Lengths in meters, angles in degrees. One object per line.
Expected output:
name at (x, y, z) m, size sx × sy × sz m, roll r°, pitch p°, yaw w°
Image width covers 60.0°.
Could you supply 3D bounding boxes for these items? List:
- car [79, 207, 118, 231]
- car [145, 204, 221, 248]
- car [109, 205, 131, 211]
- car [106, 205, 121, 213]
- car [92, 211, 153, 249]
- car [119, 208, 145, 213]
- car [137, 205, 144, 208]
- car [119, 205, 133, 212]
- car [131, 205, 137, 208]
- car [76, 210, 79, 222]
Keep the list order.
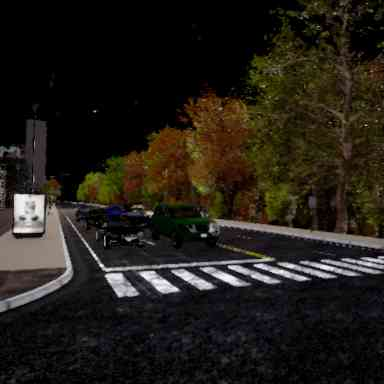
car at (-7.303, 2.112, 25.645) m, size 1.837 × 1.490 × 4.892 m, roll 2°, pitch -2°, yaw -23°
car at (-0.564, 1.713, 17.838) m, size 2.150 × 2.045 × 5.566 m, roll 2°, pitch -2°, yaw -24°
car at (-8.657, 2.412, 37.459) m, size 1.882 × 1.535 × 5.008 m, roll 2°, pitch -2°, yaw -22°
car at (-14.169, 3.028, 59.765) m, size 1.812 × 1.442 × 4.674 m, roll 2°, pitch -2°, yaw -22°
car at (-3.681, 1.913, 16.885) m, size 1.837 × 1.490 × 4.892 m, roll 2°, pitch -2°, yaw -22°
car at (-4.389, 2.265, 27.109) m, size 1.994 × 1.385 × 4.181 m, roll 2°, pitch -2°, yaw -22°
car at (-9.170, 2.975, 56.198) m, size 2.128 × 1.511 × 4.902 m, roll 2°, pitch -2°, yaw -22°
car at (-13.020, 3.257, 65.507) m, size 1.994 × 1.385 × 4.181 m, roll 2°, pitch -2°, yaw -22°
car at (-10.187, 2.790, 50.156) m, size 1.837 × 1.490 × 4.892 m, roll 2°, pitch -2°, yaw -22°
car at (-11.227, 2.369, 35.154) m, size 2.033 × 1.411 × 5.357 m, roll 2°, pitch -2°, yaw -22°
